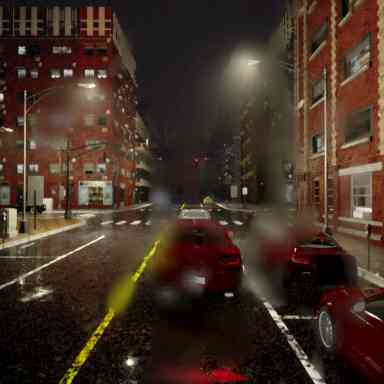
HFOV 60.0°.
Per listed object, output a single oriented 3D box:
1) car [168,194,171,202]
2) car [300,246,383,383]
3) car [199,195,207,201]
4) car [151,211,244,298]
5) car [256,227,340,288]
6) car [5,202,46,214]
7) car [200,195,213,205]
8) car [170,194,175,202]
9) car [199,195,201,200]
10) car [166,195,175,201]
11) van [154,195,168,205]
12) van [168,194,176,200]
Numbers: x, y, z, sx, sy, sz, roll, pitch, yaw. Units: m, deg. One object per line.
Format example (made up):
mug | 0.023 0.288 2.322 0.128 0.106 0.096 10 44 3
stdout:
car | -5.572 1.602 63.865 1.802 1.307 4.206 1 0 0
car | 2.673 1.583 3.250 1.802 1.307 4.206 1 0 0
car | 2.846 1.596 86.421 1.947 1.339 4.313 1 0 0
car | 0.112 1.480 8.588 1.882 1.535 5.008 0 0 0
car | 2.852 1.584 8.906 1.802 1.307 4.206 1 0 0
car | -18.648 1.729 37.324 4.313 1.339 1.947 0 -1 0
car | 2.799 1.543 58.329 1.752 1.417 4.829 1 0 0
car | -5.553 1.607 75.169 1.802 1.307 4.206 1 0 0
car | 2.837 1.572 80.770 1.887 1.381 4.507 1 0 0
car | -5.533 1.581 86.474 2.008 1.369 4.403 1 0 0
van | -5.578 1.359 58.213 1.690 1.788 3.998 1 0 0
van | -5.521 1.375 92.126 1.690 1.788 3.998 1 0 0
